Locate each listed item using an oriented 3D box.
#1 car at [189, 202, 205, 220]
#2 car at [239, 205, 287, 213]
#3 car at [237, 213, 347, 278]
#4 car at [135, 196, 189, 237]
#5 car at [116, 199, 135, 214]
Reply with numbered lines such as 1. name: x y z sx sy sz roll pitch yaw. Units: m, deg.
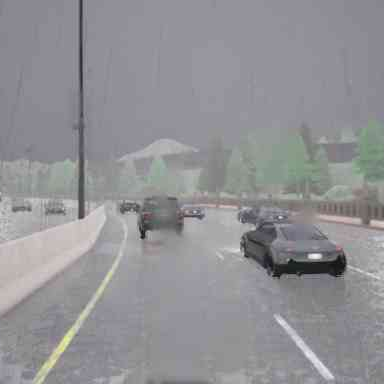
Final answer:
1. car: -0.463 1.558 27.740 2.033 1.411 5.357 0 0 -16
2. car: 4.620 1.536 21.671 2.033 1.411 5.357 0 0 -12
3. car: 2.848 1.556 10.194 1.994 1.385 4.181 0 0 -5
4. car: -1.846 1.235 18.258 2.150 2.045 5.566 0 0 -11
5. car: -6.969 1.543 35.976 1.837 1.490 4.892 0 0 -21
